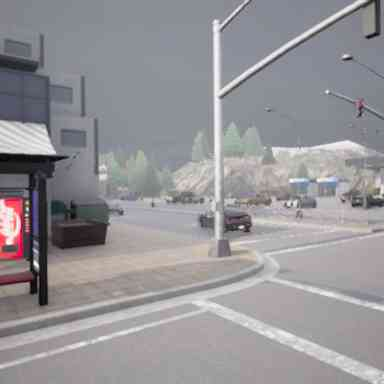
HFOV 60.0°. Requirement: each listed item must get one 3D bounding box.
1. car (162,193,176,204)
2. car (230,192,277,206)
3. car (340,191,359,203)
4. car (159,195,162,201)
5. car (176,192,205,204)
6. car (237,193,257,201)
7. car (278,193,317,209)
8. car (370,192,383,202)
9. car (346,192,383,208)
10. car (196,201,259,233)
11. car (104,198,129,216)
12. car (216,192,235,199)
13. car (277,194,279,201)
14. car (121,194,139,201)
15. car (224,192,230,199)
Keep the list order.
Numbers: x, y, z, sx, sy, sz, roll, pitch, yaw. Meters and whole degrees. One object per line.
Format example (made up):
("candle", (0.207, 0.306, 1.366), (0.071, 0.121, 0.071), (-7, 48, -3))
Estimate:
("car", (-1.970, 0.914, 53.049), (4.605, 1.855, 1.932), (-1, 1, -36))
("car", (7.518, 0.965, 40.533), (5.027, 1.636, 2.152), (-1, 1, -36))
("car", (23.470, 0.685, 48.115), (4.605, 1.855, 1.932), (-1, 1, -36))
("car", (-4.922, 1.104, 70.135), (3.806, 1.475, 1.970), (-1, 1, -36))
("car", (0.059, 0.888, 50.928), (3.866, 1.878, 1.905), (-1, 1, -36))
("car", (10.999, 0.898, 66.797), (3.633, 1.501, 1.845), (-1, 1, -36))
("car", (11.522, 1.039, 35.508), (3.806, 1.475, 1.970), (-1, 1, -36))
("car", (30.340, 0.840, 53.090), (3.806, 1.475, 1.970), (-1, 1, -36))
("car", (19.385, 1.014, 36.641), (4.514, 1.523, 2.007), (-1, 1, -36))
("car", (1.788, 1.539, 19.403), (1.837, 1.490, 4.892), (-7, 2, -18))
("car", (-8.183, 1.550, 31.980), (1.812, 1.442, 4.674), (-1, 1, -36))
("car", (8.457, 0.820, 83.413), (4.514, 1.523, 2.007), (-1, 1, -36))
("car", (16.789, 0.877, 58.652), (4.514, 1.523, 2.007), (-1, 1, -36))
("car", (-12.688, 1.189, 68.231), (3.633, 1.501, 1.845), (-1, 1, -36))
("car", (10.328, 0.810, 80.895), (5.027, 1.636, 2.152), (-1, 1, -36))
